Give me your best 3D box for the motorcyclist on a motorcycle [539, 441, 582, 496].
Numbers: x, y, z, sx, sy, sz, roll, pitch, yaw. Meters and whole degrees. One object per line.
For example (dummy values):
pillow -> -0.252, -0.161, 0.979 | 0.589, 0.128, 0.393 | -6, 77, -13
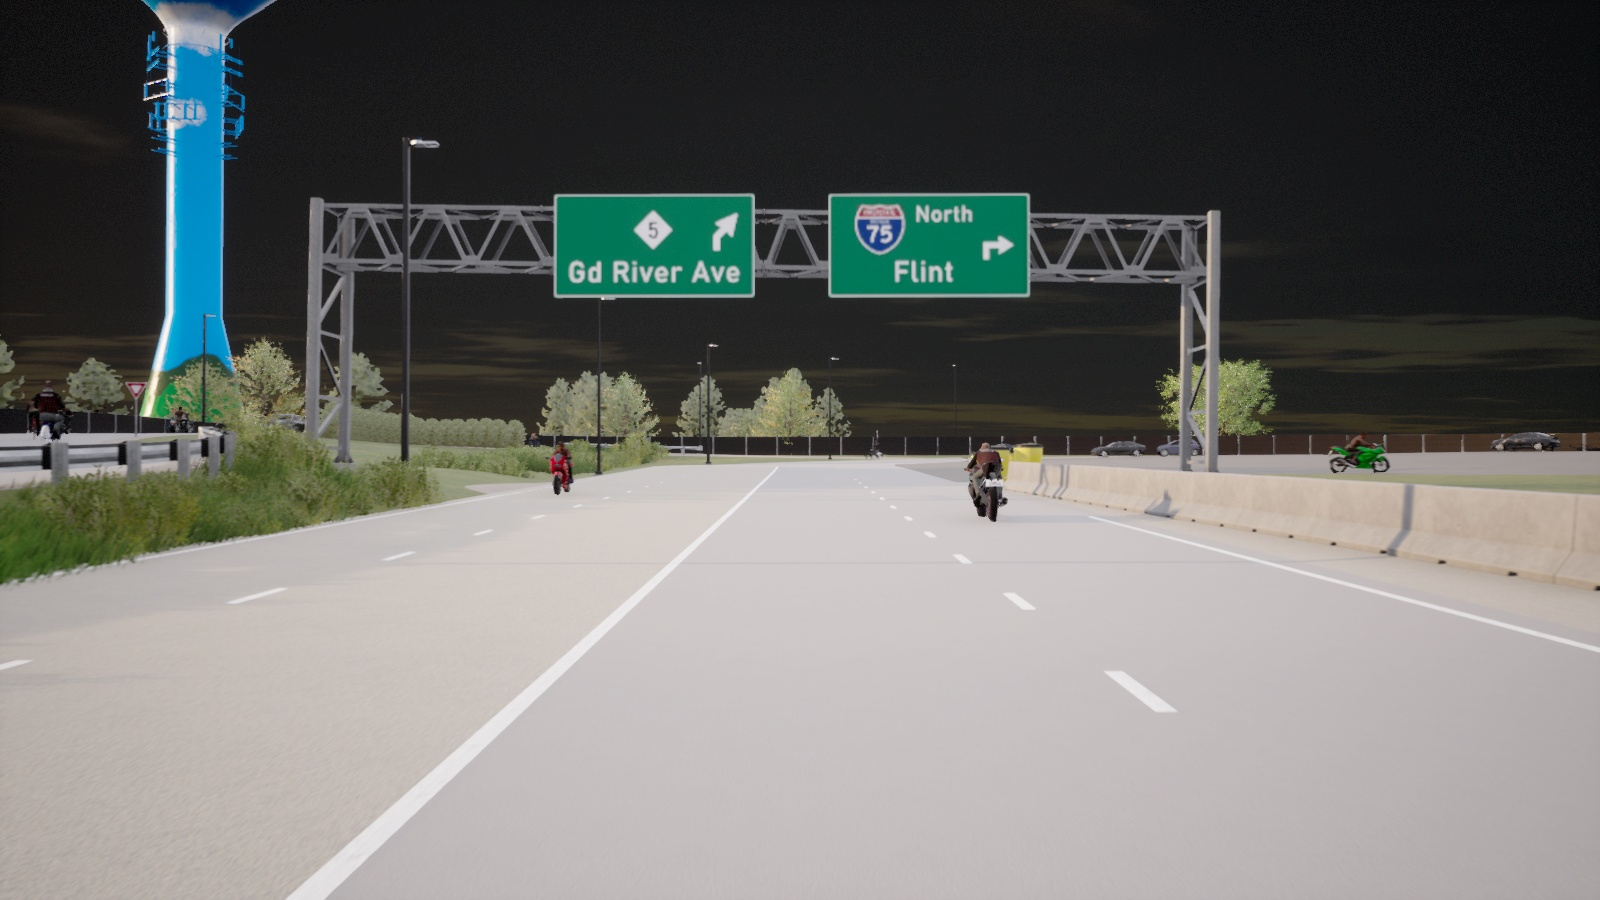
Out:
motorcyclist on a motorcycle -> -6.780, 0.499, 35.627 | 0.797, 1.523, 2.044 | 0, 0, 0

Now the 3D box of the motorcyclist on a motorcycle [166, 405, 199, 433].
motorcyclist on a motorcycle -> -36.251, -1.810, 73.746 | 0.766, 1.649, 2.350 | 0, 1, 1

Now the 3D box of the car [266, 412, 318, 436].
car -> -35.599, -1.792, 88.117 | 1.970, 1.475, 3.806 | 0, -2, 2

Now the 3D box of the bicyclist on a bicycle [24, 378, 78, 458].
bicyclist on a bicycle -> -17.219, -0.736, 28.893 | 0.659, 1.776, 1.843 | -1, 2, -19

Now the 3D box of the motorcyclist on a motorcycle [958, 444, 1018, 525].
motorcyclist on a motorcycle -> 3.658, 0.641, 24.650 | 0.866, 1.530, 2.191 | 0, 0, 0

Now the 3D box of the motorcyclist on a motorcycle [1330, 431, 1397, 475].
motorcyclist on a motorcycle -> 19.874, 0.121, 44.342 | 2.044, 1.523, 0.797 | 0, -1, 13
